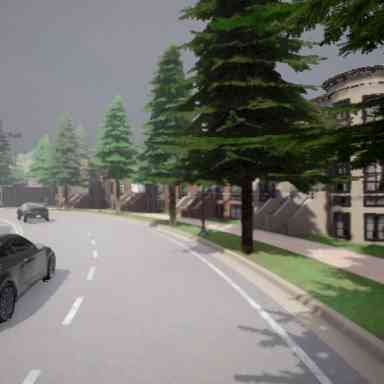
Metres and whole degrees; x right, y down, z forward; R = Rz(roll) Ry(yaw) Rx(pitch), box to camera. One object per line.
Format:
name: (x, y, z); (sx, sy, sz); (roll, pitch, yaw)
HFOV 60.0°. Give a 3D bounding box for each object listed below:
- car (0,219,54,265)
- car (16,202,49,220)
car: (-4.282, 1.561, 6.922); (1.812, 1.442, 4.674); (0, 0, -8)
car: (-13.118, 1.612, 27.301); (1.837, 1.490, 4.892); (0, 0, -36)
